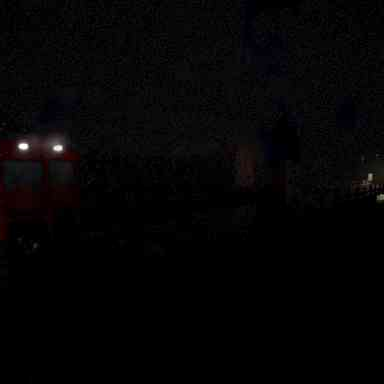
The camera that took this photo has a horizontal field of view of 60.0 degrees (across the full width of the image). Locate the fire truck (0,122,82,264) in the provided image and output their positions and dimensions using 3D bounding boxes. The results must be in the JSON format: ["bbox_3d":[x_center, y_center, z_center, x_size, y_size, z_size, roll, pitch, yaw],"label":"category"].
[{"bbox_3d":[-7.007,0.157,7.802,2.891,3.827,8.468,1,5,36],"label":"fire truck"}]
